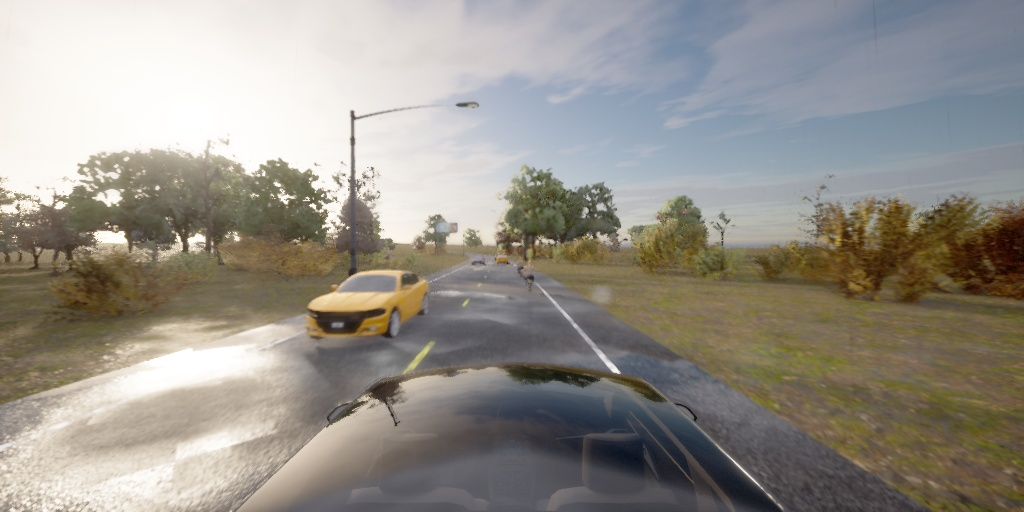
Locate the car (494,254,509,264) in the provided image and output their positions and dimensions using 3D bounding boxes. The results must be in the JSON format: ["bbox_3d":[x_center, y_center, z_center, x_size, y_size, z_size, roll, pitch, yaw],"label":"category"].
[{"bbox_3d":[-1.565,0.496,58.523,1.882,1.535,5.008,0,1,-3],"label":"car"}]

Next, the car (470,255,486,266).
[{"bbox_3d":[-4.797,0.648,51.401,1.812,1.442,4.674,0,1,-2],"label":"car"}]

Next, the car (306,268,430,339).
[{"bbox_3d":[-3.641,1.131,9.932,1.882,1.535,5.008,0,1,0],"label":"car"}]

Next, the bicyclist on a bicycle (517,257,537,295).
[{"bbox_3d":[0.824,0.992,17.162,0.866,1.612,1.509,0,1,0],"label":"bicyclist on a bicycle"}]

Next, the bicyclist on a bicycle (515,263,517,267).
[{"bbox_3d":[0.645,0.872,26.687,0.866,1.612,1.509,0,1,-1],"label":"bicyclist on a bicycle"}]
